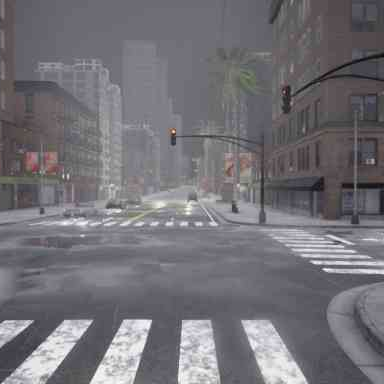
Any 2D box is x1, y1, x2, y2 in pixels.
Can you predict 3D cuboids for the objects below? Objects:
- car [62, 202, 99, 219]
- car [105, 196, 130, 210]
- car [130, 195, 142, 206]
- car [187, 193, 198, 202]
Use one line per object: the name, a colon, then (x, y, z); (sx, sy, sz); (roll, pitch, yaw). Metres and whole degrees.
car: (-9.825, 1.594, 29.563); (1.895, 1.301, 4.718); (0, 0, 0)
car: (-9.809, 1.552, 43.062); (1.994, 1.385, 4.181); (0, 0, 0)
car: (-9.776, 1.326, 55.819); (2.097, 1.767, 4.553); (0, 0, 0)
car: (0.122, 1.163, 71.965); (2.150, 2.045, 5.566); (0, 0, 0)
